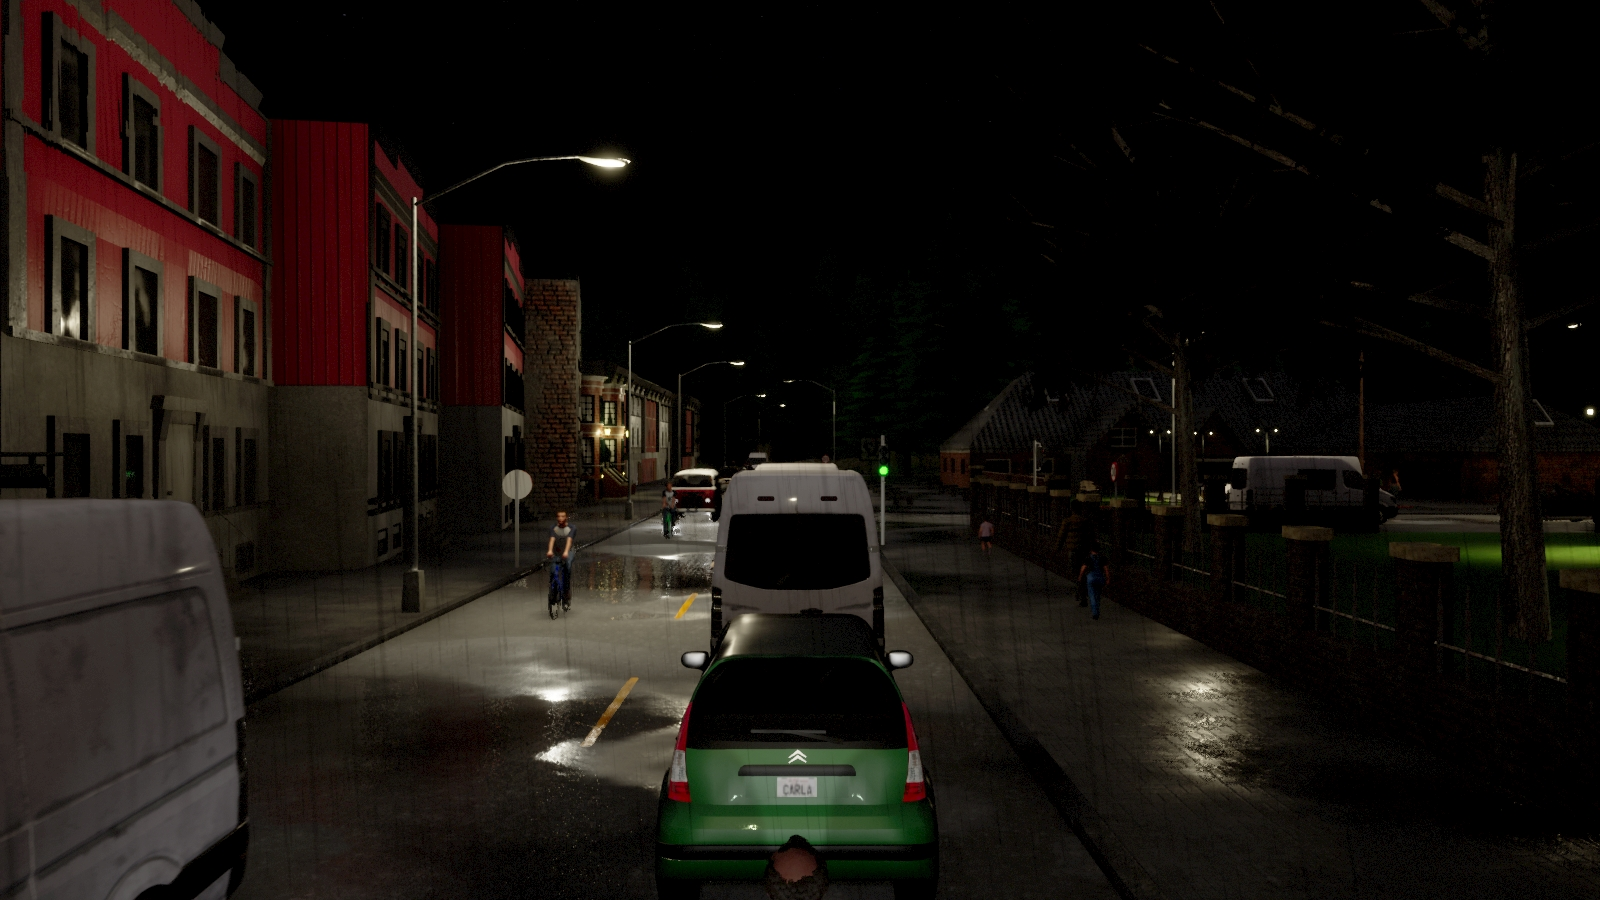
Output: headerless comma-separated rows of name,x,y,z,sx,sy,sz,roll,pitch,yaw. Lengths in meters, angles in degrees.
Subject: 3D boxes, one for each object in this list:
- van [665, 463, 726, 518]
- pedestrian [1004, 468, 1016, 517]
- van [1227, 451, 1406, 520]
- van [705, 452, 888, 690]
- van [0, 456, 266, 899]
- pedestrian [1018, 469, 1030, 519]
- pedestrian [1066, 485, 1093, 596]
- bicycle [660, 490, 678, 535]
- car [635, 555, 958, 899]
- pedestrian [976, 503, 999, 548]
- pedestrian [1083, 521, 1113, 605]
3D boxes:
van,-4.105,1.563,45.564,2.069,2.038,4.480,0,0,0
pedestrian,8.050,1.629,43.803,0.375,1.860,0.375,0,0,-5
van,19.588,1.314,43.543,5.915,2.561,1.988,0,0,1
van,-0.048,1.314,15.312,1.988,2.561,5.915,0,0,0
van,-4.022,1.314,3.538,1.988,2.561,5.915,0,0,0
pedestrian,8.293,1.629,42.285,0.375,1.860,0.375,0,0,-2
pedestrian,4.754,1.525,19.445,0.375,1.860,0.375,0,0,0
bicycle,-4.083,1.936,35.675,0.373,1.296,1.643,0,0,0
car,-0.023,1.779,8.527,1.851,1.617,3.988,0,0,0
pedestrian,4.741,1.904,28.938,0.500,1.100,0.500,0,0,0
pedestrian,4.764,1.805,18.277,0.375,1.300,0.375,0,0,1
